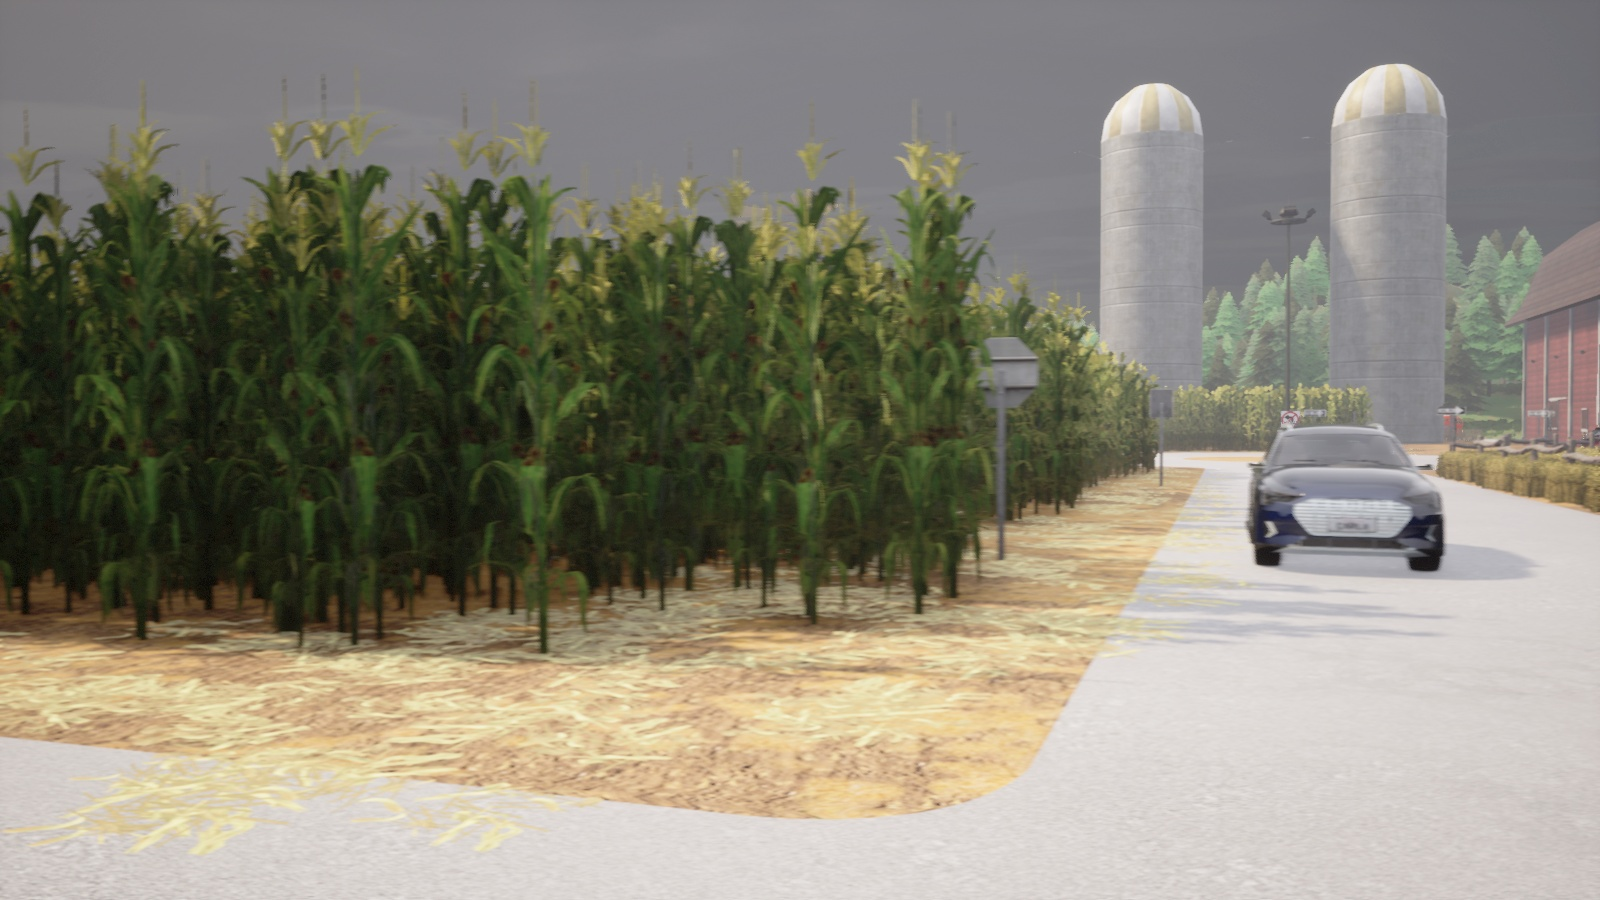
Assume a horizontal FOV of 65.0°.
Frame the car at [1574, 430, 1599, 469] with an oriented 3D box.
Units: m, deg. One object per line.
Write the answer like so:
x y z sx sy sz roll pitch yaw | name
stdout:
36.505 -0.013 54.239 4.856 1.649 2.033 0 1 2 | car

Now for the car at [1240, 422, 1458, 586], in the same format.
6.479 0.519 15.346 2.033 1.649 4.856 1 1 19 | car
